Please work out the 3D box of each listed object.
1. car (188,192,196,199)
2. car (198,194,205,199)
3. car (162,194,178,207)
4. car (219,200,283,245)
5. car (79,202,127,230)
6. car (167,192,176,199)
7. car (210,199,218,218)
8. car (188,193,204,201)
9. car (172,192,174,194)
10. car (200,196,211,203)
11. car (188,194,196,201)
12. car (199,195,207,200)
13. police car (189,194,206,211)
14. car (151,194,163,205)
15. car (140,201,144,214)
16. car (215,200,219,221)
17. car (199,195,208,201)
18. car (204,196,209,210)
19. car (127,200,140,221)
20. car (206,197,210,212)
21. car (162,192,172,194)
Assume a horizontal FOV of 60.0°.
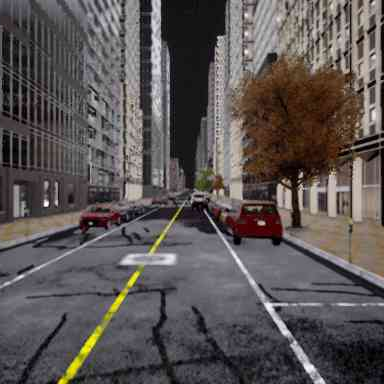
[{"bbox_3d":[-0.015,0.977,89.652,2.097,1.767,4.553,0,0,0],"label":"car"},{"bbox_3d":[2.682,1.251,94.882,1.752,1.417,4.829,1,0,0],"label":"car"},{"bbox_3d":[-3.091,1.421,50.007,1.812,1.442,4.674,0,0,0],"label":"car"},{"bbox_3d":[2.693,1.292,15.265,2.192,1.841,5.009,0,0,0],"label":"car"},{"bbox_3d":[-5.689,1.511,20.944,1.887,1.381,4.507,0,0,0],"label":"car"},{"bbox_3d":[-5.696,1.041,94.727,2.192,1.841,5.009,1,0,0],"label":"car"},{"bbox_3d":[2.691,1.501,26.614,1.887,1.381,4.507,0,0,0],"label":"car"},{"bbox_3d":[0.892,1.123,49.229,2.150,2.045,5.566,0,0,0],"label":"car"},{"bbox_3d":[-5.694,1.135,72.025,2.192,1.841,5.009,0,0,0],"label":"car"},{"bbox_3d":[2.685,1.407,66.339,1.947,1.339,4.313,0,0,0],"label":"car"},{"bbox_3d":[-0.012,1.184,74.682,1.837,1.490,4.892,0,0,0],"label":"car"},{"bbox_3d":[2.683,1.358,83.363,1.802,1.307,4.206,1,0,0],"label":"car"},{"bbox_3d":[0.893,1.351,39.310,1.930,1.638,5.238,0,0,0],"label":"police car"},{"bbox_3d":[-5.694,1.424,54.998,1.887,1.381,4.507,0,0,0],"label":"car"},{"bbox_3d":[-5.690,1.494,32.294,2.008,1.369,4.403,0,0,0],"label":"car"},{"bbox_3d":[2.691,1.492,21.110,1.752,1.417,4.829,0,0,0],"label":"car"},{"bbox_3d":[2.684,1.381,77.688,1.802,1.307,4.206,1,0,0],"label":"car"},{"bbox_3d":[2.689,1.454,38.135,1.752,1.417,4.829,0,0,0],"label":"car"},{"bbox_3d":[-5.690,1.506,26.619,2.008,1.369,4.403,0,0,0],"label":"car"},{"bbox_3d":[2.690,1.494,32.289,2.008,1.369,4.403,0,0,0],"label":"car"},{"bbox_3d":[-5.694,1.281,66.350,1.967,1.590,4.097,0,0,0],"label":"car"}]
